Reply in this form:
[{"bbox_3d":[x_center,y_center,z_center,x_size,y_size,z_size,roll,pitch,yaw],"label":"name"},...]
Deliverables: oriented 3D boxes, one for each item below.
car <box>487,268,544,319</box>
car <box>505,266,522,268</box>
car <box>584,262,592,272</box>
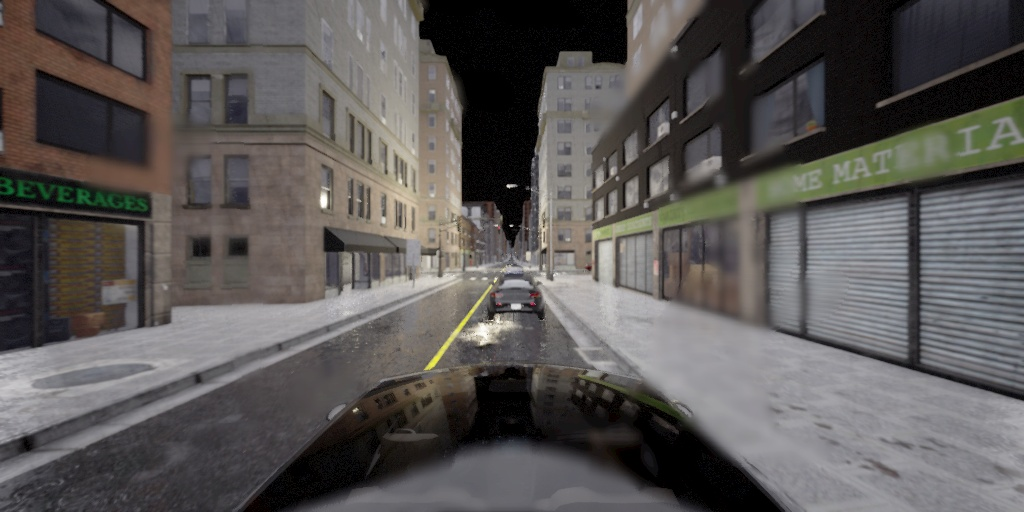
[{"bbox_3d":[0.120,1.345,13.040,1.812,1.442,4.674,0,0,0],"label":"car"},{"bbox_3d":[0.121,1.454,28.174,2.033,1.411,5.357,0,0,0],"label":"car"},{"bbox_3d":[12.133,1.141,47.413,5.009,1.841,2.192,0,0,0],"label":"car"}]
